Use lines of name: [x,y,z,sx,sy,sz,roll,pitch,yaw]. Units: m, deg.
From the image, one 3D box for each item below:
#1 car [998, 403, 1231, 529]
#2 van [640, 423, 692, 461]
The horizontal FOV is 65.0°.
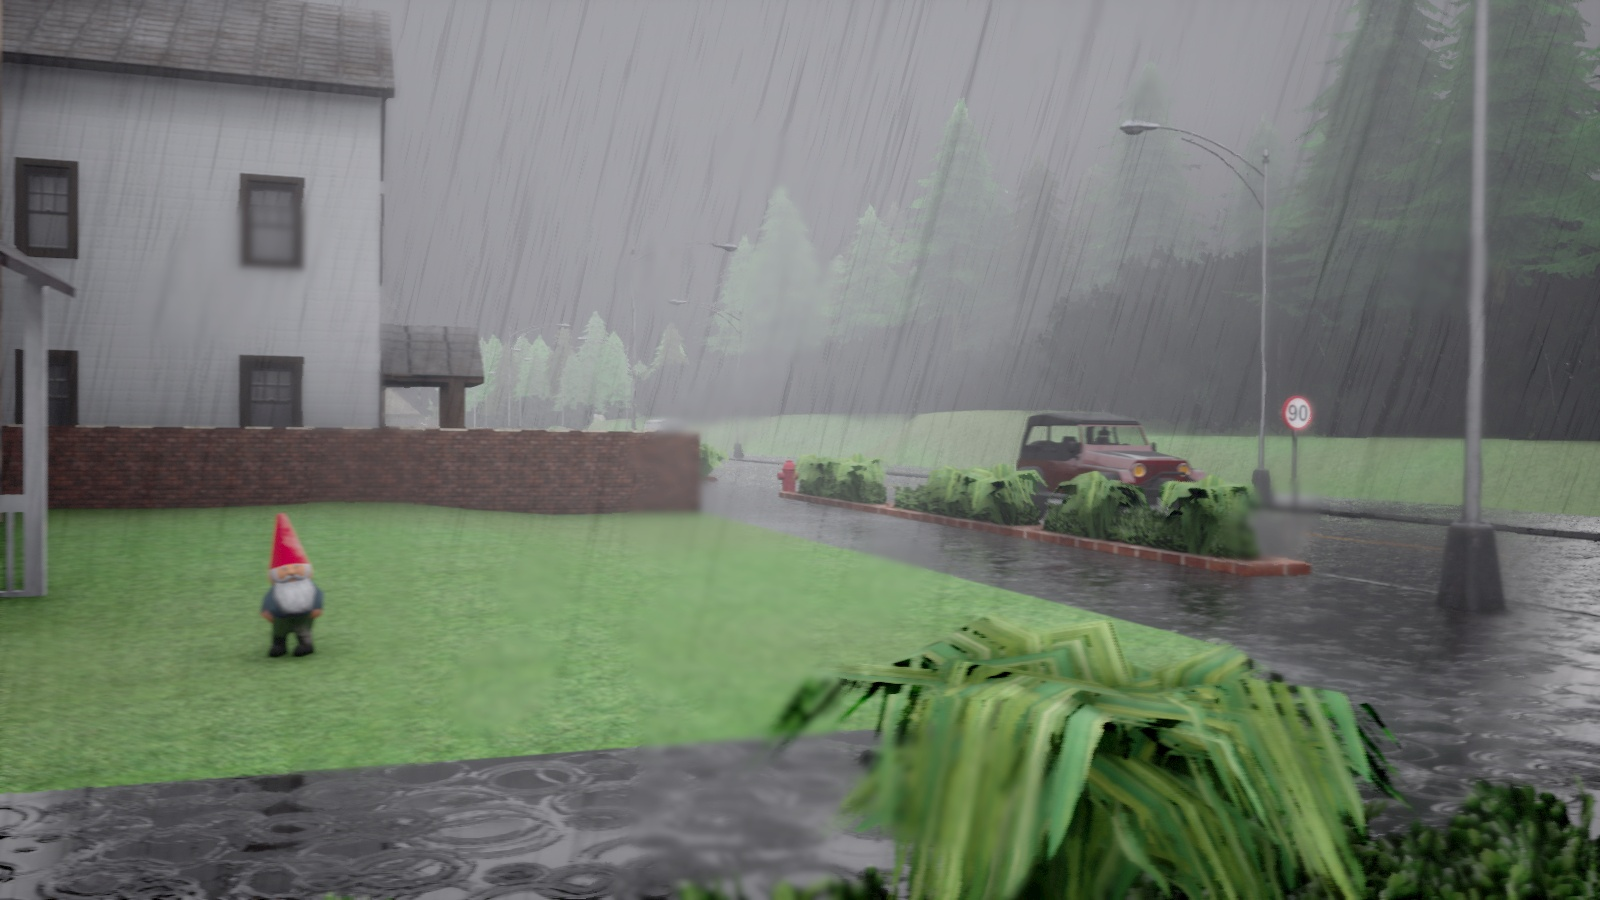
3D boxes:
car: [5.070,0.205,20.812,1.905,1.878,3.866,-1,1,-20]
van: [-7.242,-0.451,67.331,1.775,1.987,4.442,-1,1,-20]
